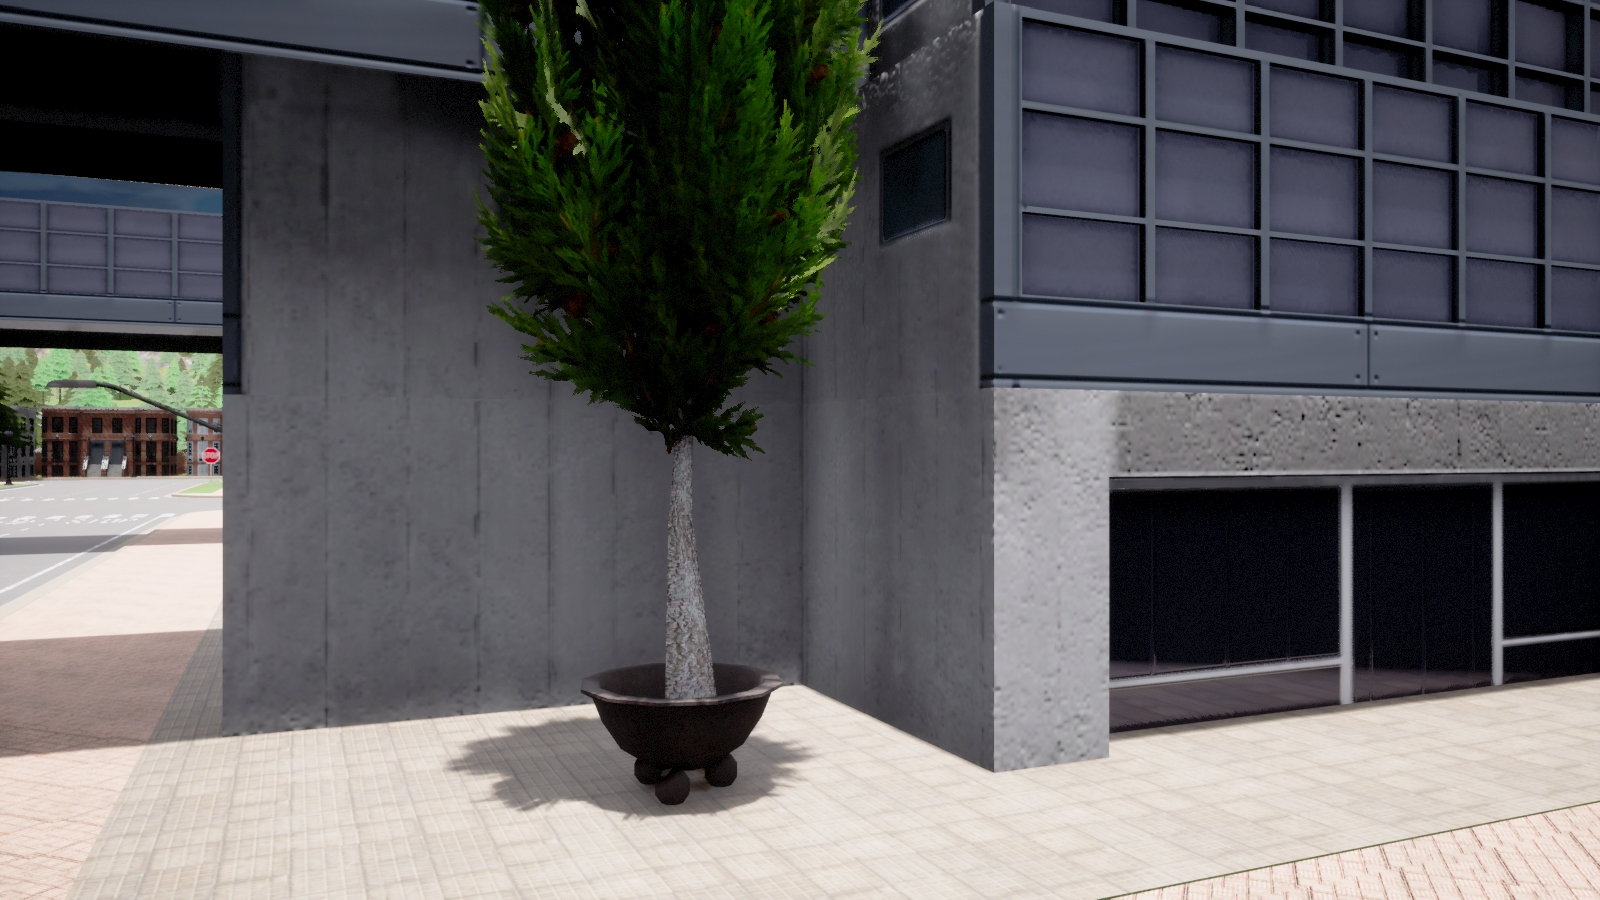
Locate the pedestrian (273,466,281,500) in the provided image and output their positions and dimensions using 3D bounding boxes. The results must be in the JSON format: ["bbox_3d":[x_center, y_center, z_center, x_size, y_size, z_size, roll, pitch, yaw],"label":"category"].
[{"bbox_3d":[-29.402,1.849,64.257,0.375,1.860,0.375,0,0,-24],"label":"pedestrian"}]
